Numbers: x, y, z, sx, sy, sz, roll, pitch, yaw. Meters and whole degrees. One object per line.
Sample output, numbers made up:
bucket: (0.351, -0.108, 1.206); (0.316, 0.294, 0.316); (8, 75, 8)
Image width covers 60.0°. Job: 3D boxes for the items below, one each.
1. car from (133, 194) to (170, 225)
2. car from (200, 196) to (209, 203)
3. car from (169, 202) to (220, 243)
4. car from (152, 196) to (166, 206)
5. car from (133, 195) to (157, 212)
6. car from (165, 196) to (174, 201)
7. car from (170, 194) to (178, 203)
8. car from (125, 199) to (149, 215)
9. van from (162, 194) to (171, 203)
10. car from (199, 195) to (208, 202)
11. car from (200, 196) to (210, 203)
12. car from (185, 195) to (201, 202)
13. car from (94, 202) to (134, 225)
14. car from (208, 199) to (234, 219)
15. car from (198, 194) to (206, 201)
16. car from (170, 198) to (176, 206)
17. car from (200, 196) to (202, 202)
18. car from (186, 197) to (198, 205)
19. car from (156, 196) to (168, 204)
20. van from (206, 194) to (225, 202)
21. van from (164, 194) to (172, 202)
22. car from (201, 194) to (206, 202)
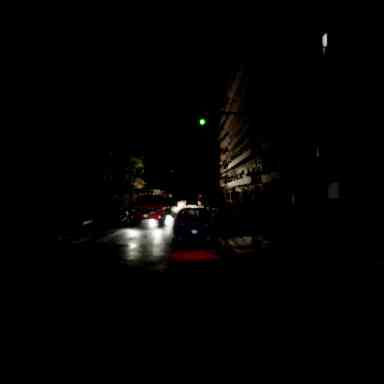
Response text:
car: (-3.094, 1.231, 24.724); (2.150, 2.045, 5.566); (0, 0, -1)
car: (2.679, 1.624, 74.586); (1.887, 1.381, 4.507); (0, 0, 0)
car: (0.096, 1.483, 16.179); (1.882, 1.535, 5.008); (0, 0, 0)
car: (-5.698, 1.489, 57.695); (1.967, 1.590, 4.097); (0, 0, 0)
car: (-5.695, 1.340, 40.804); (2.192, 1.841, 5.009); (0, 0, 0)
car: (-5.703, 1.656, 85.844); (2.008, 1.369, 4.403); (0, 0, 0)
car: (-3.068, 1.514, 49.435); (1.882, 1.535, 5.008); (0, 0, 0)
car: (-5.694, 1.544, 35.004); (1.752, 1.417, 4.829); (0, 0, 0)
van: (-5.701, 1.420, 74.585); (1.690, 1.788, 3.998); (0, 0, 0)
car: (2.679, 1.532, 80.215); (1.967, 1.590, 4.097); (0, 0, 0)
car: (2.680, 1.619, 68.956); (2.008, 1.369, 4.403); (0, 0, 0)
car: (-0.010, 1.519, 52.629); (1.882, 1.535, 5.008); (0, 0, 0)
car: (-5.693, 1.575, 23.912); (1.947, 1.339, 4.313); (0, 0, 0)
car: (2.687, 1.559, 29.544); (1.887, 1.381, 4.507); (0, 0, 0)
car: (2.676, 1.436, 91.476); (2.192, 1.841, 5.009); (0, 0, 0)
car: (-3.087, 1.620, 35.112); (1.895, 1.301, 4.718); (0, 0, 0)
car: (2.683, 1.591, 52.065); (2.008, 1.369, 4.403); (0, 0, 0)
car: (-0.010, 1.605, 63.048); (2.033, 1.411, 5.357); (0, 0, 0)
car: (-5.698, 1.498, 63.324); (1.967, 1.590, 4.097); (0, 0, 0)
van: (2.687, 1.360, 35.175); (1.690, 1.788, 3.998); (0, 0, 0)
van: (-5.701, 1.433, 80.214); (1.690, 1.788, 3.998); (0, 0, 0)
car: (2.684, 1.473, 46.435); (1.967, 1.590, 4.097); (0, 0, 0)
